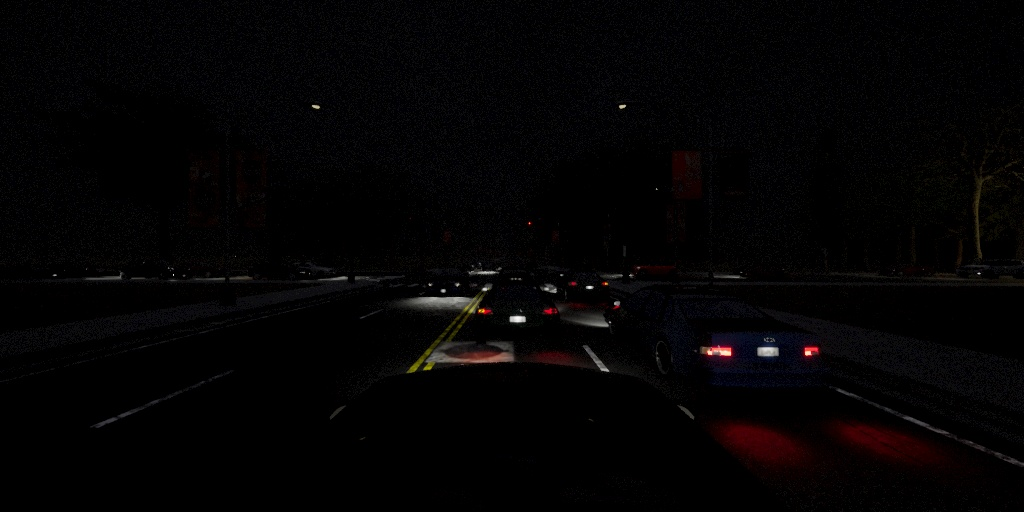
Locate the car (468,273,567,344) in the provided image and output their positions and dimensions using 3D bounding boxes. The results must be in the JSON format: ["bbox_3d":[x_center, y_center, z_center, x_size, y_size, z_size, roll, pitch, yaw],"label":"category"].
[{"bbox_3d":[0.107,1.321,9.659,1.994,1.385,4.181,0,0,0],"label":"car"}]

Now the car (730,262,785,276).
[{"bbox_3d":[27.640,1.491,40.425,4.892,1.490,1.837,0,0,0],"label":"car"}]

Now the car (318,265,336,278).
[{"bbox_3d":[-18.923,1.288,33.396,4.674,1.442,1.812,0,0,-1],"label":"car"}]

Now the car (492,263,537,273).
[{"bbox_3d":[0.099,1.284,18.565,1.837,1.490,4.892,0,0,0],"label":"car"}]

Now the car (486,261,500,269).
[{"bbox_3d":[-3.290,1.523,62.504,2.033,1.411,5.357,0,0,1],"label":"car"}]

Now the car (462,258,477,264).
[{"bbox_3d":[-6.565,1.417,52.201,1.837,1.490,4.892,0,0,0],"label":"car"}]

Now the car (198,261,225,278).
[{"bbox_3d":[-29.118,1.203,33.297,5.008,1.535,1.882,0,0,-1],"label":"car"}]

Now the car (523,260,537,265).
[{"bbox_3d":[3.394,1.497,64.722,1.837,1.490,4.892,0,-1,0],"label":"car"}]

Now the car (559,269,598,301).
[{"bbox_3d":[3.358,1.340,17.553,1.994,1.385,4.181,0,0,0],"label":"car"}]

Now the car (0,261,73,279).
[{"bbox_3d":[-40.403,1.287,29.948,4.718,1.301,1.895,0,0,-1],"label":"car"}]

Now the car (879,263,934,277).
[{"bbox_3d":[44.525,1.573,40.513,5.008,1.535,1.882,1,0,0],"label":"car"}]

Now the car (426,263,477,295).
[{"bbox_3d":[-3.395,1.332,20.262,2.033,1.411,5.357,0,0,-1],"label":"car"}]

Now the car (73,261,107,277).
[{"bbox_3d":[-40.554,1.183,33.199,4.902,1.511,2.128,0,0,0],"label":"car"}]

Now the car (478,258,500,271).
[{"bbox_3d":[-3.313,1.406,52.753,2.128,1.511,4.902,0,0,0],"label":"car"}]

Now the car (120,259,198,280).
[{"bbox_3d":[-29.738,1.070,30.043,4.553,1.767,2.097,0,0,-1],"label":"car"}]

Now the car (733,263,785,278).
[{"bbox_3d":[25.759,1.533,37.160,4.181,1.385,1.994,0,0,0],"label":"car"}]

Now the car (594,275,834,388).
[{"bbox_3d":[3.352,1.302,7.207,2.033,1.411,5.357,0,0,0],"label":"car"}]

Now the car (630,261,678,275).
[{"bbox_3d":[14.600,1.266,37.062,4.553,1.767,2.097,0,0,-1],"label":"car"}]

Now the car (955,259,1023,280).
[{"bbox_3d":[49.818,1.360,37.256,5.566,2.045,2.150,1,0,0],"label":"car"}]

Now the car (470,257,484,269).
[{"bbox_3d":[-6.550,1.194,62.052,2.150,2.045,5.566,0,0,0],"label":"car"}]

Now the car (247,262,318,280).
[{"bbox_3d":[-19.446,1.259,30.139,4.892,1.490,1.837,0,0,-1],"label":"car"}]
